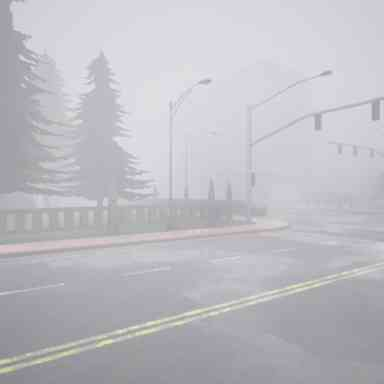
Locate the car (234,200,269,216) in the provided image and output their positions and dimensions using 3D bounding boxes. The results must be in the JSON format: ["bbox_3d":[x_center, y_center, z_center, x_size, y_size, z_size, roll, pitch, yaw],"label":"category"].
[{"bbox_3d":[4.886,1.495,31.373,1.837,1.490,4.892,0,0,-35],"label":"car"}]

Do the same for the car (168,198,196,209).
[{"bbox_3d":[-1.474,1.553,46.363,1.994,1.385,4.181,0,0,-35],"label":"car"}]

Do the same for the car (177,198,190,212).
[{"bbox_3d":[-0.561,1.496,39.032,1.837,1.490,4.892,0,0,-35],"label":"car"}]

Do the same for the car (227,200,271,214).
[{"bbox_3d":[6.005,1.590,35.838,1.895,1.301,4.718,0,0,-35],"label":"car"}]
